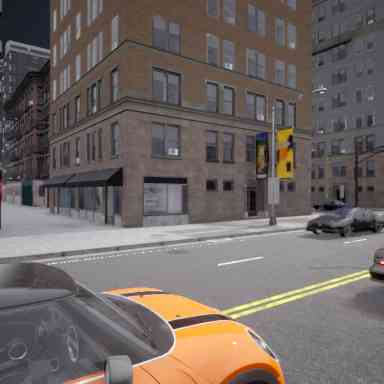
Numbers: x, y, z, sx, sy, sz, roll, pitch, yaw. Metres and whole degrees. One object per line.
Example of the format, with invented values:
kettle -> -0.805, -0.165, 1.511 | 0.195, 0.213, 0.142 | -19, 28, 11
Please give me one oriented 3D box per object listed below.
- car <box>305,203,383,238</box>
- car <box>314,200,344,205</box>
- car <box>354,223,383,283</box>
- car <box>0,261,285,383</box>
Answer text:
car -> 8.451, 1.550, 17.929 | 5.357, 1.411, 2.033 | 0, 0, -35
car -> 15.689, 1.588, 35.914 | 1.895, 1.301, 4.718 | 0, 0, -33
car -> 6.447, 1.548, 8.238 | 5.357, 1.411, 2.033 | 0, 0, -37
car -> -1.356, 1.352, 2.437 | 4.553, 1.767, 2.097 | 0, 0, -37
